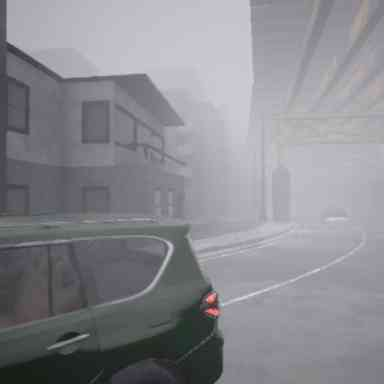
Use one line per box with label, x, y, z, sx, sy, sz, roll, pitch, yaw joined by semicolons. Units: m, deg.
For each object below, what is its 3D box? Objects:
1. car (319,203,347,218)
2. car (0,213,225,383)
car;16.871;2.329;39.637;1.994;1.385;4.181;0;-1;9
car;-2.262;1.251;2.449;5.566;2.045;2.150;0;0;-37
